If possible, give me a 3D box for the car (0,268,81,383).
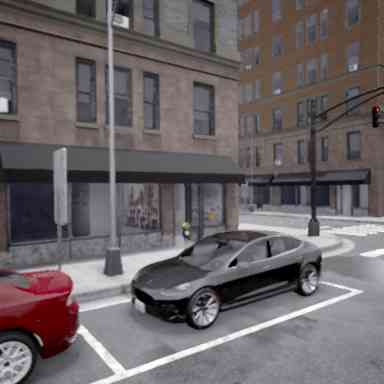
[{"bbox_3d":[-3.592,1.556,3.631,4.507,1.381,1.887,-1,1,-35],"label":"car"}]

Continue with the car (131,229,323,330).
[{"bbox_3d":[0.905,1.503,6.816,4.313,1.339,1.947,-1,1,-35],"label":"car"}]
